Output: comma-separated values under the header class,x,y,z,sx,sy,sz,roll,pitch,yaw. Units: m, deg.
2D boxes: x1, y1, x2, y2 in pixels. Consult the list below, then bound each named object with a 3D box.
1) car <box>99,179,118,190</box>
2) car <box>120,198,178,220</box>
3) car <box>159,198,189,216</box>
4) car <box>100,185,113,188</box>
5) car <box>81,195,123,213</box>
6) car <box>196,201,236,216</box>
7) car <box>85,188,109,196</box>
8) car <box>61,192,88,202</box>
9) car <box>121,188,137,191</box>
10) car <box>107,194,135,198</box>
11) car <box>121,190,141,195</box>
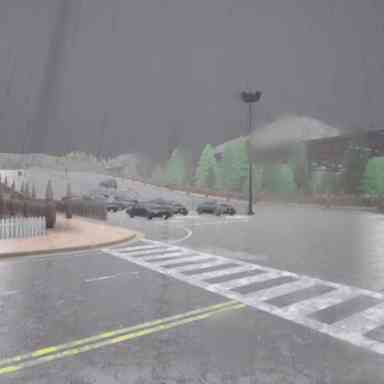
class,x,y,z,sx,sy,sz,roll,pitch,yaw
car,-17.590,-1.726,70.041,2.150,2.045,5.566,0,7,-37
car,-3.781,1.533,28.292,2.033,1.411,5.357,0,0,-37
car,-2.152,1.543,31.937,1.994,1.385,4.181,0,0,-37
car,-15.406,0.155,55.382,1.837,1.490,4.892,0,6,-37
car,-9.858,1.441,36.298,2.033,1.411,5.357,0,2,-37
car,2.266,1.542,31.909,1.994,1.385,4.181,0,0,-37
car,-14.191,0.623,47.859,2.097,1.767,4.553,0,4,-37
car,-16.051,0.894,44.505,1.837,1.490,4.892,0,4,-37
car,-11.466,-0.084,62.019,1.895,1.301,4.718,0,7,-37
car,-8.159,1.400,39.854,1.994,1.385,4.181,0,2,-37
car,-9.274,0.992,47.148,1.882,1.535,5.008,0,4,-37
